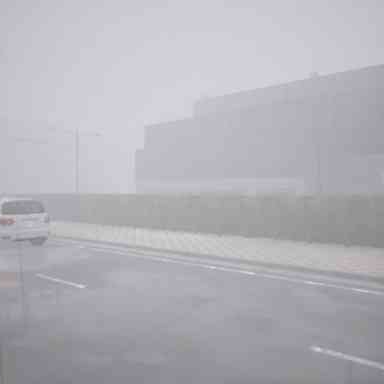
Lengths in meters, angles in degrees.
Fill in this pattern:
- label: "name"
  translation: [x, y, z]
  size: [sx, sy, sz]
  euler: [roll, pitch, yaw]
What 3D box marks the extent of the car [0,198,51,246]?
- label: "car"
  translation: [-8.262, 1.256, 14.062]
  size: [5.566, 2.045, 2.150]
  euler: [0, 0, 36]
